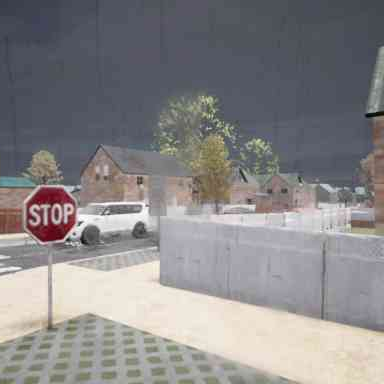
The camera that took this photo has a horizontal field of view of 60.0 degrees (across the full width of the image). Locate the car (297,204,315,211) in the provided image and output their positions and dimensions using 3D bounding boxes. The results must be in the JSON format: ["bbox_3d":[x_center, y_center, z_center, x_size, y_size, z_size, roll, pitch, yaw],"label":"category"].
[{"bbox_3d":[15.195,2.448,45.257,2.097,1.767,4.553,-1,-2,36],"label":"car"}]

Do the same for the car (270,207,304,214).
[{"bbox_3d":[8.556,2.302,31.067,1.895,1.301,4.718,-1,-2,36],"label":"car"}]

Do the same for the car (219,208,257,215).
[{"bbox_3d":[4.108,2.145,29.910,1.882,1.535,5.008,-1,-2,36],"label":"car"}]

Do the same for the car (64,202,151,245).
[{"bbox_3d":[-4.615,1.549,17.727,2.150,2.045,5.566,-1,-2,36],"label":"car"}]
